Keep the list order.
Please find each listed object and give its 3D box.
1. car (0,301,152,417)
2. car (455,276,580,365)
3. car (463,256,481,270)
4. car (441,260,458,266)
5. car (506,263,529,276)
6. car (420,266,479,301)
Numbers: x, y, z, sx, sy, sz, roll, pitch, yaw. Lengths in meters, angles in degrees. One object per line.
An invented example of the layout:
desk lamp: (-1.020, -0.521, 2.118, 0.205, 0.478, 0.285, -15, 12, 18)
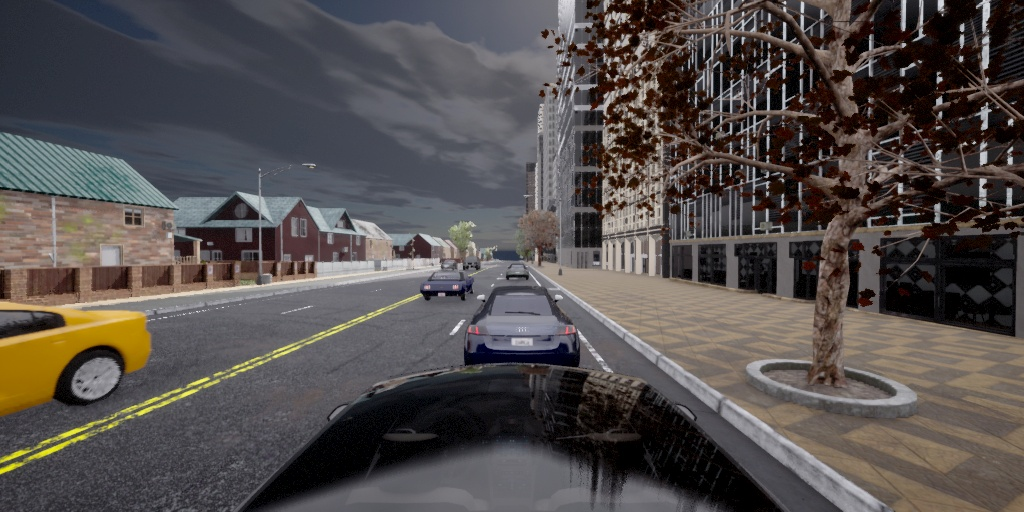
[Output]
car: (-6.570, 1.227, 3.433, 1.882, 1.535, 5.008, 0, 0, 1)
car: (0.174, 1.314, 7.618, 1.994, 1.385, 4.181, 0, 0, 0)
car: (-5.858, 1.034, 52.685, 2.150, 2.045, 5.566, 0, 0, 1)
car: (-9.119, 1.313, 52.283, 2.128, 1.511, 4.902, 0, 0, 1)
car: (0.478, 1.337, 31.713, 1.994, 1.385, 4.181, 0, 0, 1)
car: (-2.955, 1.355, 17.436, 1.895, 1.301, 4.718, 0, 0, 1)
